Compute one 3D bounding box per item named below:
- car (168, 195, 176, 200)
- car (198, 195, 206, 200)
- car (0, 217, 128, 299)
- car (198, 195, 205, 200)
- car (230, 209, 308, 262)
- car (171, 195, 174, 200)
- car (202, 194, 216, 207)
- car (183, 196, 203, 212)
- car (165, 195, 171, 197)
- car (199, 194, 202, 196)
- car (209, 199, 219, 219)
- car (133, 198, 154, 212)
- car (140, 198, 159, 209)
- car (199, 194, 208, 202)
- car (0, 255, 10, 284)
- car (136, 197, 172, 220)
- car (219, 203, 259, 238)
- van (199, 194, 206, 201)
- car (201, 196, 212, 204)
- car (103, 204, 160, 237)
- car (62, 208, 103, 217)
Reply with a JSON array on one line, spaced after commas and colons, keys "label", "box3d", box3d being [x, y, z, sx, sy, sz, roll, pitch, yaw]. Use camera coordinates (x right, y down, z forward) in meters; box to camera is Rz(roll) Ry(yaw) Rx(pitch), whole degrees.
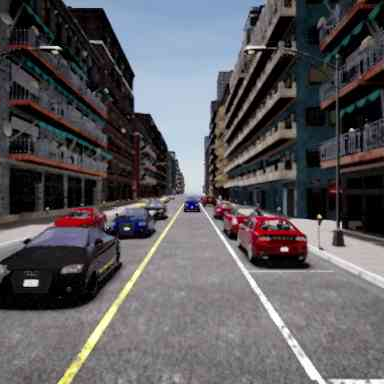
[{"label": "car", "box3d": [-5.719, 1.511, 94.778, 2.008, 1.369, 4.403, 1, 0, 0]}, {"label": "car", "box3d": [2.664, 1.505, 89.244, 1.887, 1.381, 4.507, 0, 0, 0]}, {"label": "car", "box3d": [-3.094, 1.558, 8.378, 1.994, 1.385, 4.181, 0, 0, 0]}, {"label": "car", "box3d": [2.661, 1.505, 94.768, 1.887, 1.381, 4.507, 0, 0, 0]}, {"label": "car", "box3d": [2.693, 1.537, 11.915, 1.887, 1.381, 4.507, 1, 0, 0]}, {"label": "car", "box3d": [-5.711, 1.514, 72.684, 2.008, 1.369, 4.403, 1, 0, 0]}, {"label": "car", "box3d": [2.681, 1.287, 50.581, 2.192, 1.841, 5.009, 1, 0, 0]}, {"label": "car", "box3d": [-0.014, 1.503, 38.175, 1.812, 1.442, 4.674, 0, 0, 0]}, {"label": "car", "box3d": [-5.708, 1.491, 66.990, 1.752, 1.417, 4.829, 1, 0, 0]}, {"label": "car", "box3d": [-0.010, 1.323, 48.732, 2.097, 1.767, 4.553, 0, 0, 0]}, {"label": "car", "box3d": [2.686, 1.564, 28.486, 1.802, 1.307, 4.206, 1, 0, 0]}, {"label": "car", "box3d": [-5.698, 1.502, 39.374, 1.752, 1.417, 4.829, 1, 0, 0]}, {"label": "car", "box3d": [-5.701, 1.525, 45.067, 2.008, 1.369, 4.403, 1, 0, 0]}, {"label": "car", "box3d": [2.669, 1.402, 78.197, 1.967, 1.590, 4.097, 1, 0, 0]}, {"label": "car", "box3d": [-5.685, 1.521, 6.233, 1.752, 1.417, 4.829, 1, 0, 0]}, {"label": "car", "box3d": [-3.098, 1.474, 28.165, 2.128, 1.511, 4.902, 0, 0, 0]}, {"label": "car", "box3d": [2.692, 1.429, 17.439, 1.967, 1.590, 4.097, 1, 0, 0]}, {"label": "van", "box3d": [2.668, 1.302, 83.721, 1.690, 1.788, 3.998, 1, 0, 0]}, {"label": "car", "box3d": [2.674, 1.533, 61.626, 1.947, 1.339, 4.313, 1, 0, 0]}, {"label": "car", "box3d": [-3.097, 1.552, 17.826, 1.994, 1.385, 4.181, 0, 0, 0]}, {"label": "car", "box3d": [-5.690, 1.533, 17.450, 1.887, 1.381, 4.507, 1, 0, 0]}]
